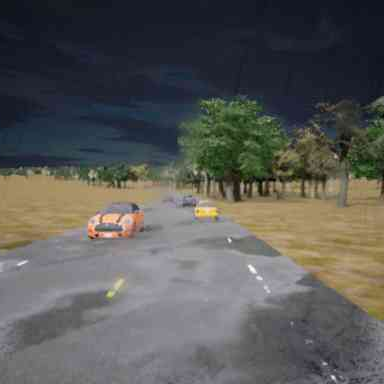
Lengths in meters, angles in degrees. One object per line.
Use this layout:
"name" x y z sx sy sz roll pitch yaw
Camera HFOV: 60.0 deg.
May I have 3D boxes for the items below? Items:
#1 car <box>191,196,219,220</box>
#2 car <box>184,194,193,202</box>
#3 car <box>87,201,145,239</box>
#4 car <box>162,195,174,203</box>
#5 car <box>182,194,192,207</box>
"car" 1.091 1.349 26.540 1.801 1.575 5.366 0 0 -1
"car" -0.752 1.124 65.656 1.812 1.442 4.674 0 1 -1
"car" -3.661 1.292 16.744 2.097 1.767 4.553 0 0 0
"car" -4.162 1.228 58.465 1.994 1.385 4.181 0 1 -1
"car" -0.374 1.313 46.400 2.033 1.411 5.357 0 0 -1
